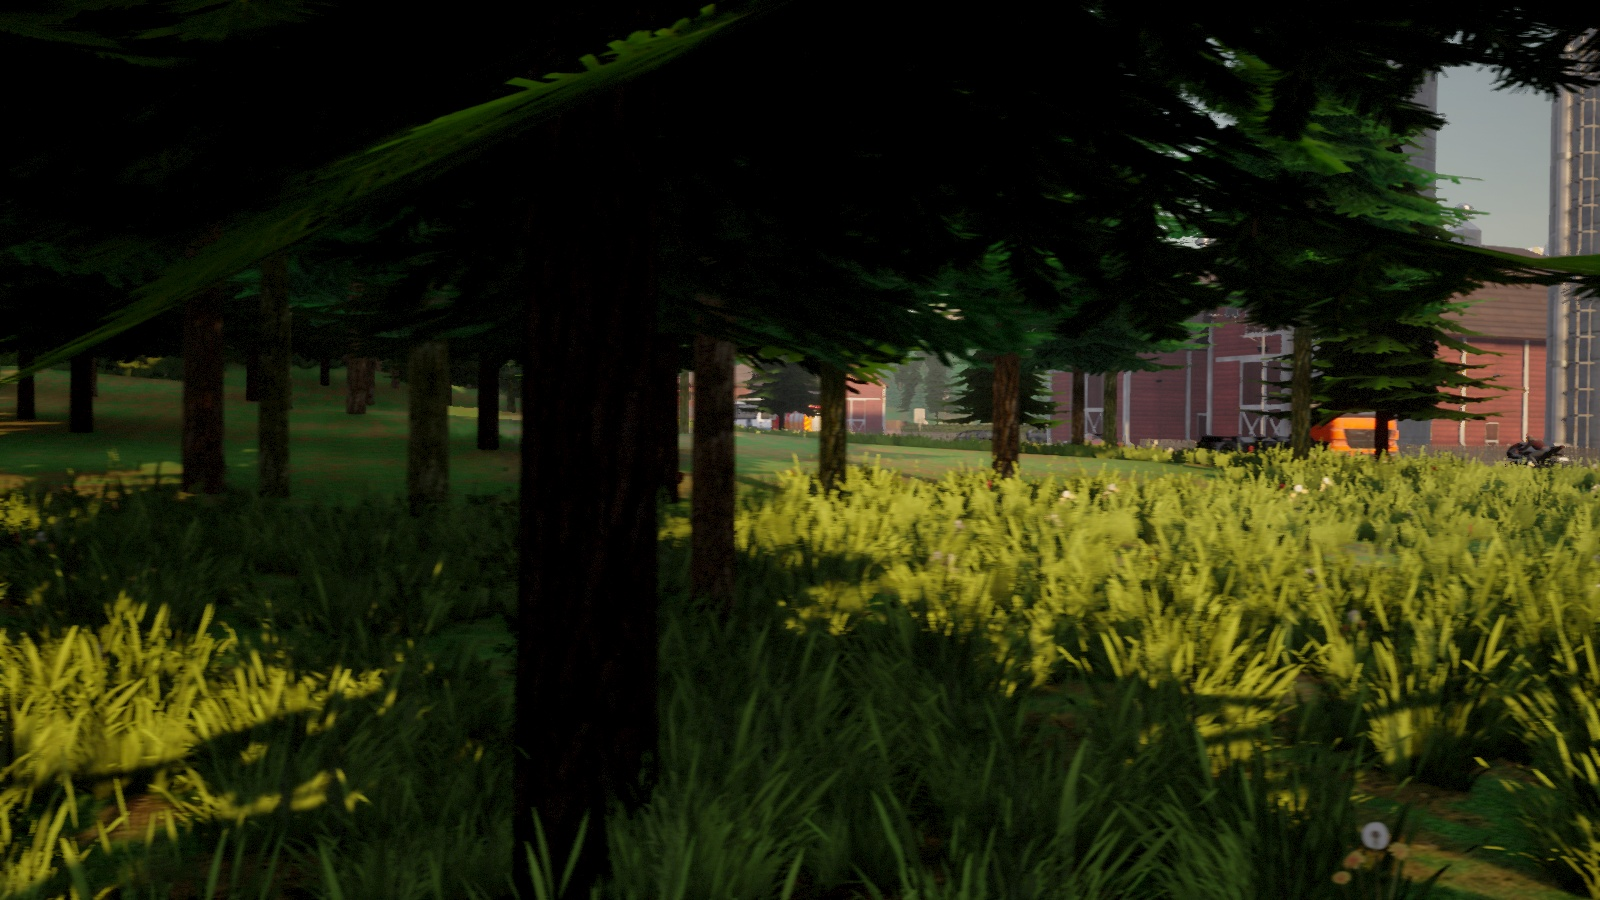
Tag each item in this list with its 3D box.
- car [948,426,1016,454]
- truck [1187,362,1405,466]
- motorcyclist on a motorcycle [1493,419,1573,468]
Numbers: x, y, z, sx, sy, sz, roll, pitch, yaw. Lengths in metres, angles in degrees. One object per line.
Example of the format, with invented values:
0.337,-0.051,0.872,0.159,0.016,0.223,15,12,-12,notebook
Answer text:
9.836,-0.544,68.156,1.816,1.474,4.193,-1,1,-20,car
17.939,-1.269,46.153,2.891,3.462,7.936,-1,1,-20,truck
23.712,-0.225,40.664,0.866,1.530,2.191,-1,1,-20,motorcyclist on a motorcycle
